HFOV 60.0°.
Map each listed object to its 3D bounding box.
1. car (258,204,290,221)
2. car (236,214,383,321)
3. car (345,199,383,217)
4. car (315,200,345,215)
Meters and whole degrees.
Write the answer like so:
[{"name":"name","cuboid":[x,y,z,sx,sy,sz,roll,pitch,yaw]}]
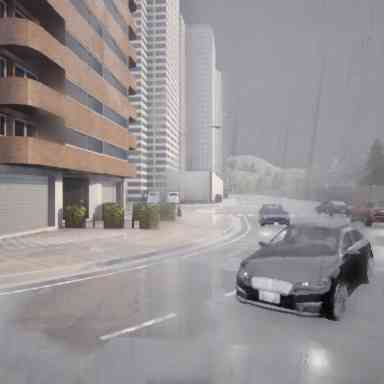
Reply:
[{"name":"car","cuboid":[5.544,1.548,22.763,2.033,1.411,5.357,0,0,9]},{"name":"car","cuboid":[2.780,1.491,7.523,2.128,1.511,4.902,0,0,37]},{"name":"car","cuboid":[12.712,1.351,23.336,2.097,1.767,4.553,0,0,9]},{"name":"car","cuboid":[13.706,1.542,32.489,1.812,1.442,4.674,0,0,-1]}]
